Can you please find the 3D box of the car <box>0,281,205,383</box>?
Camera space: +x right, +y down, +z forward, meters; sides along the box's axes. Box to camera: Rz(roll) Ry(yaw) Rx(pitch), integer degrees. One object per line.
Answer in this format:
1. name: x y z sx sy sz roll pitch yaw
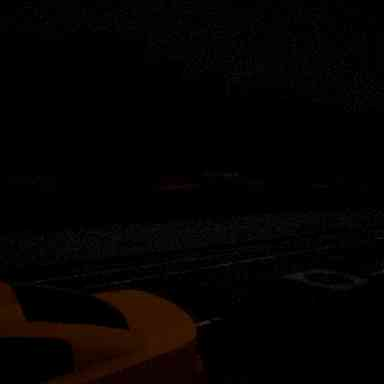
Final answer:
1. car: -2.230 1.477 2.094 5.008 1.535 1.882 0 0 -35
